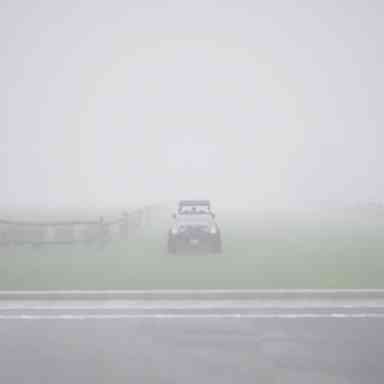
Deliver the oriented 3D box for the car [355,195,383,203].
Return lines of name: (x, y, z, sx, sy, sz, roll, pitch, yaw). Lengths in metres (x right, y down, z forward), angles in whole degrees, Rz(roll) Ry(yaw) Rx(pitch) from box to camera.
car: (31.084, 1.306, 58.195, 4.605, 1.855, 1.932, 0, 0, 1)

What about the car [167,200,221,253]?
car: (0.085, 1.293, 13.296, 1.905, 1.878, 3.866, 0, 0, 1)
